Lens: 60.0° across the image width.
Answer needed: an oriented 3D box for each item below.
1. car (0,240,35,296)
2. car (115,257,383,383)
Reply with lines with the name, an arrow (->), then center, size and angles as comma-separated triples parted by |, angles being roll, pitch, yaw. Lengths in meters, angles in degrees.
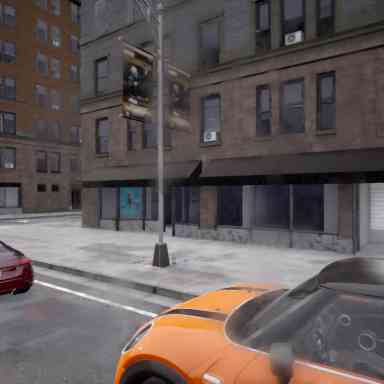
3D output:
car -> -5.456, 1.564, 7.558 | 4.181, 1.385, 1.994 | 0, 0, 36
car -> 1.486, 1.352, 2.627 | 4.553, 1.767, 2.097 | 0, 0, 35
